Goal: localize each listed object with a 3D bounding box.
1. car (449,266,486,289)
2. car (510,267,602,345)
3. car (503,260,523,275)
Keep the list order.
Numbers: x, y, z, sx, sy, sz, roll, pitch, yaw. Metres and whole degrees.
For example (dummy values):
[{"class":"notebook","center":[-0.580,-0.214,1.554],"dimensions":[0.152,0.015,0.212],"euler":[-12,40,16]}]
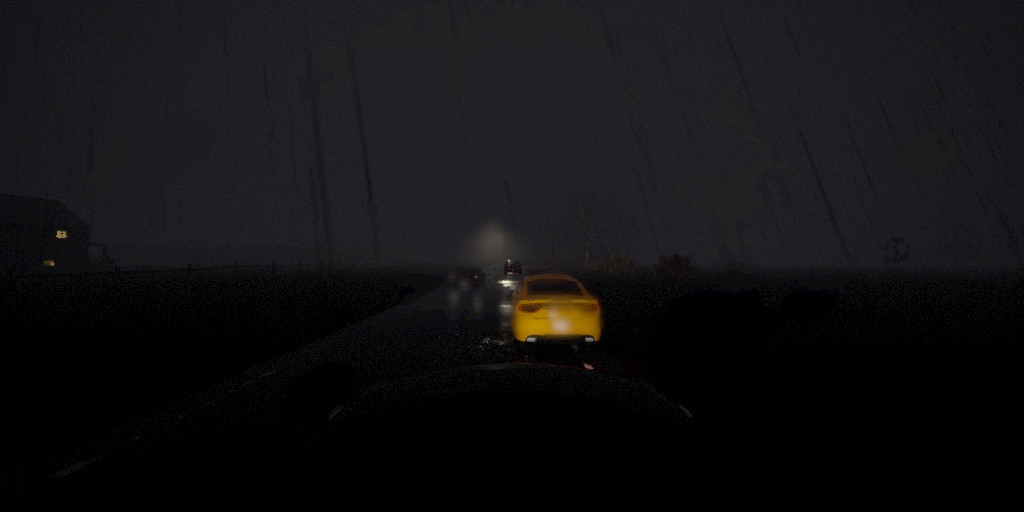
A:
[{"class":"car","center":[-2.739,1.346,22.922],"dimensions":[1.895,1.301,4.718],"euler":[0,0,0]},{"class":"car","center":[0.967,1.226,9.515],"dimensions":[1.882,1.535,5.008],"euler":[0,0,0]},{"class":"car","center":[0.104,1.233,39.177],"dimensions":[2.128,1.511,4.902],"euler":[0,0,0]}]
